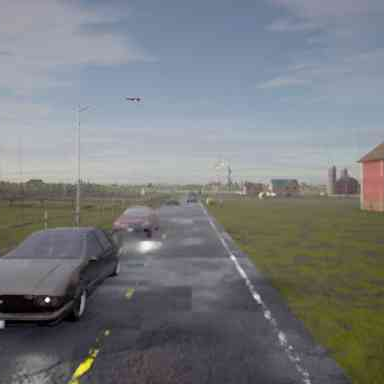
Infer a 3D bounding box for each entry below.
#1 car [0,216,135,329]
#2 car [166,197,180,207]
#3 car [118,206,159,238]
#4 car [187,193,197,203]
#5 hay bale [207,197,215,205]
[{"bbox_3d":[-2.844,1.522,7.477,2.033,1.411,5.357,0,0,0],"label":"car"},{"bbox_3d":[-2.822,1.445,49.161,1.895,1.301,4.718,0,0,0],"label":"car"},{"bbox_3d":[-2.800,1.468,17.569,1.812,1.442,4.674,0,0,1],"label":"car"},{"bbox_3d":[0.008,1.366,63.318,1.994,1.385,4.181,0,0,0],"label":"car"},{"bbox_3d":[3.140,1.482,55.052,1.220,1.180,1.240,1,1,0],"label":"hay bale"}]
